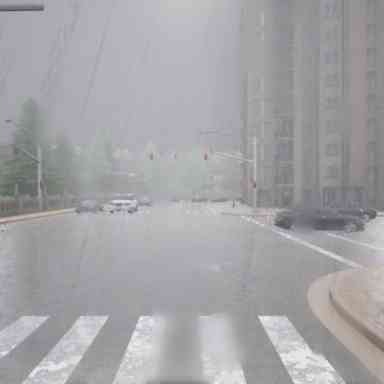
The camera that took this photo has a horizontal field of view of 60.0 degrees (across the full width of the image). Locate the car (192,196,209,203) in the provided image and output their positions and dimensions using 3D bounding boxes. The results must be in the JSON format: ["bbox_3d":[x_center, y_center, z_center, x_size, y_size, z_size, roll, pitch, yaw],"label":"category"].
[{"bbox_3d":[1.753,1.524,70.597,1.812,1.442,4.674,0,0,34],"label":"car"}]

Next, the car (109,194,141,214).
[{"bbox_3d":[-7.187,1.222,35.323,2.150,2.045,5.566,0,0,0],"label":"car"}]

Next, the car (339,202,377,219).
[{"bbox_3d":[11.799,1.560,26.099,4.892,1.490,1.837,0,0,0],"label":"car"}]

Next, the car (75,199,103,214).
[{"bbox_3d":[-10.681,1.525,35.024,1.812,1.442,4.674,0,0,0],"label":"car"}]

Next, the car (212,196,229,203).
[{"bbox_3d":[6.055,1.555,70.582,1.994,1.385,4.181,0,0,43],"label":"car"}]

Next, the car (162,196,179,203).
[{"bbox_3d":[-4.318,1.547,66.970,2.033,1.411,5.357,0,0,23],"label":"car"}]

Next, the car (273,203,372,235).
[{"bbox_3d":[7.155,1.558,18.919,4.892,1.490,1.837,0,1,3],"label":"car"}]

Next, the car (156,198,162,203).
[{"bbox_3d":[-8.249,1.563,66.460,1.994,1.385,4.181,0,0,19],"label":"car"}]

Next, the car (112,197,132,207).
[{"bbox_3d":[-10.575,1.525,50.666,1.812,1.442,4.674,0,0,2],"label":"car"}]

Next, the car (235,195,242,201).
[{"bbox_3d":[12.867,1.500,80.433,4.892,1.490,1.837,0,0,-24],"label":"car"}]

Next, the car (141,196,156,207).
[{"bbox_3d":[-7.104,1.525,50.162,1.812,1.442,4.674,0,0,1],"label":"car"}]
